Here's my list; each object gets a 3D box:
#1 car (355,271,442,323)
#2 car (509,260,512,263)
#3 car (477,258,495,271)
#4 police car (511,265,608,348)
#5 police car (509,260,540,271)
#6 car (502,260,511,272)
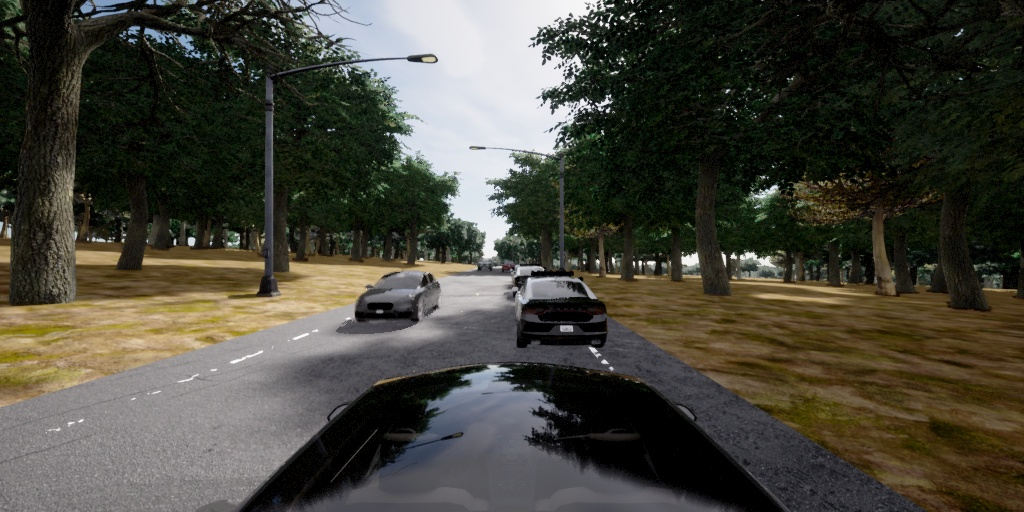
[{"bbox_3d":[-3.631,1.278,12.237,1.837,1.490,4.892,0,0,0],"label":"car"},{"bbox_3d":[0.911,1.298,25.353,1.882,1.535,5.008,-2,0,-1],"label":"car"},{"bbox_3d":[-4.137,1.311,55.416,2.150,2.045,5.566,0,0,-1],"label":"car"},{"bbox_3d":[1.035,1.191,9.438,1.930,1.638,5.238,0,0,0],"label":"police car"},{"bbox_3d":[0.970,1.221,19.451,1.930,1.638,5.238,-1,0,0],"label":"police car"},{"bbox_3d":[-0.410,1.406,51.681,2.097,1.767,4.553,0,-1,-1],"label":"car"}]
